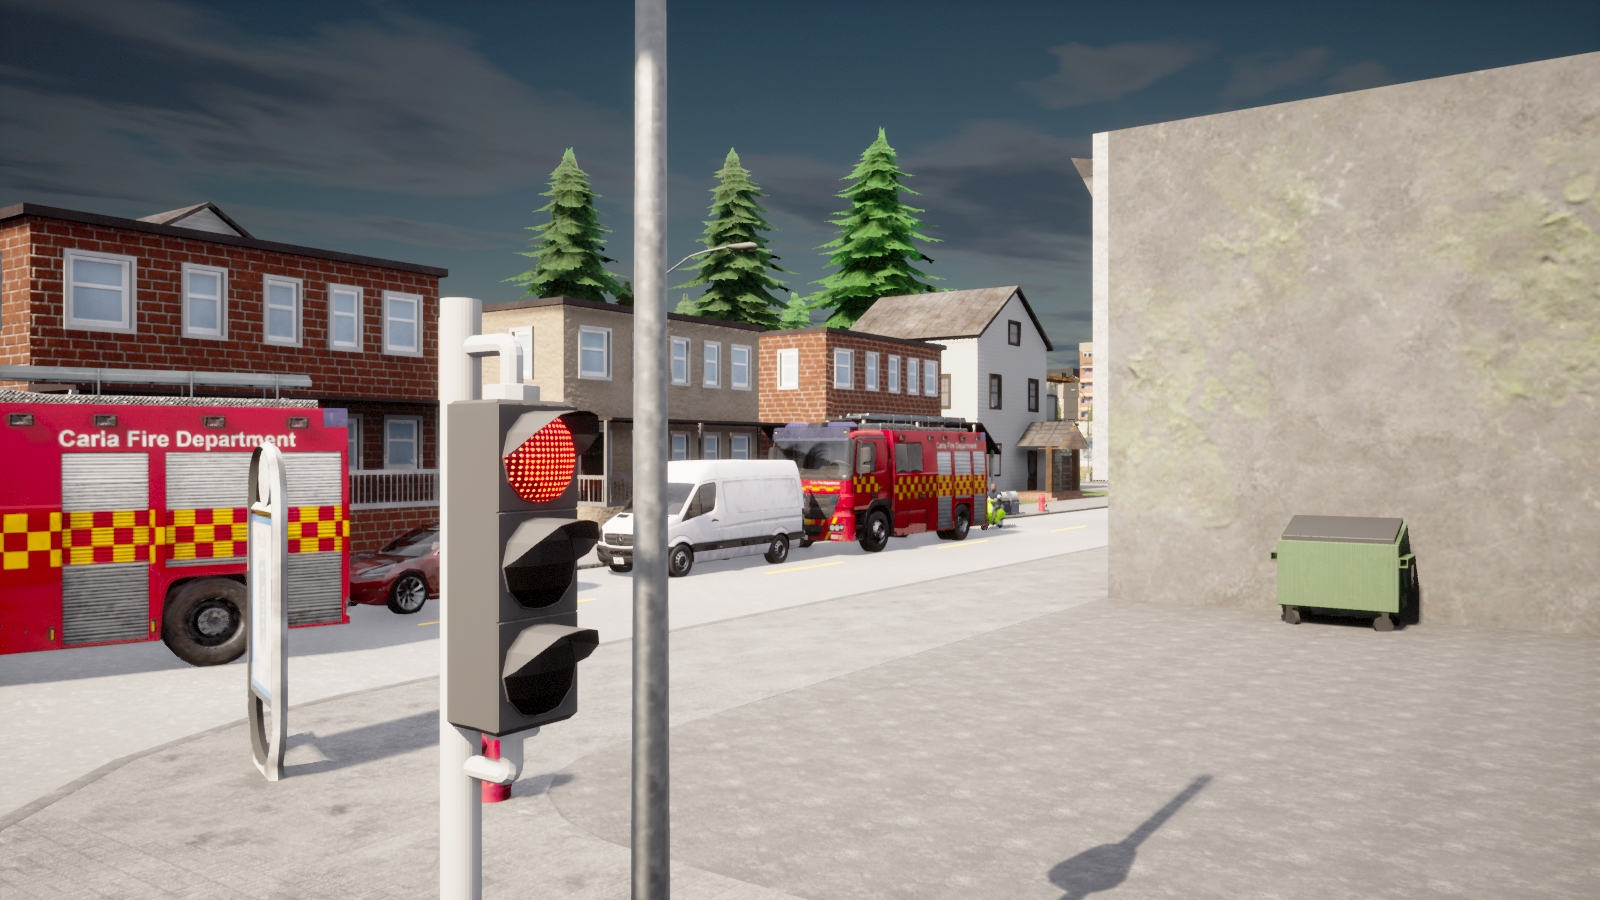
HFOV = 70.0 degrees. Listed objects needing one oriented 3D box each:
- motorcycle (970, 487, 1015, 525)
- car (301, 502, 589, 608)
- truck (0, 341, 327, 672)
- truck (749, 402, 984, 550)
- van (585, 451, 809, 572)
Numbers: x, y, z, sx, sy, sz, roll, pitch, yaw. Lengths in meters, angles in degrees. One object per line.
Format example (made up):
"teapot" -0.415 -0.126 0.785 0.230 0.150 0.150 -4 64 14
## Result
"motorcycle" 6.758 1.955 40.126 0.856 1.236 1.805 0 0 35
"car" -6.444 1.835 21.290 2.163 1.488 4.792 0 0 35
"truck" -10.635 0.661 14.006 8.468 3.827 2.891 0 0 -37
"truck" 2.235 0.662 33.662 2.891 3.827 8.468 0 0 35
"van" -2.273 1.307 27.238 1.988 2.561 5.915 0 0 35
